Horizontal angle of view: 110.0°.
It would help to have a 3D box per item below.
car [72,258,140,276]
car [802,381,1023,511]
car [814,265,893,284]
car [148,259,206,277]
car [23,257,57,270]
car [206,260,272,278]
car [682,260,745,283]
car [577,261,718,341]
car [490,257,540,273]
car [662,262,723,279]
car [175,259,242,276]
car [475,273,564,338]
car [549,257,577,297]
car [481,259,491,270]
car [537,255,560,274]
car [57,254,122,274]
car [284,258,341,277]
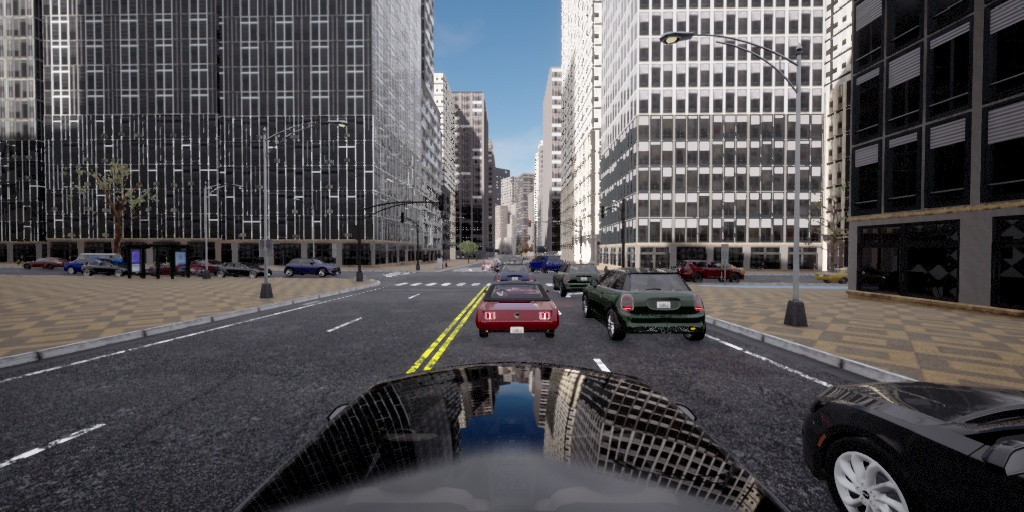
[{"bbox_3d":[-34.035,1.070,30.577,4.313,1.339,1.948,0,0,1],"label":"car"},{"bbox_3d":[3.342,1.255,0.990,1.837,1.490,4.892,0,0,0],"label":"car"},{"bbox_3d":[27.700,1.579,29.410,4.829,1.417,1.751,0,0,1],"label":"car"},{"bbox_3d":[-28.355,1.139,30.391,4.207,1.307,1.802,0,0,1],"label":"car"},{"bbox_3d":[-50.889,0.794,39.391,4.207,1.307,1.802,0,0,1],"label":"car"},{"bbox_3d":[-22.671,1.174,30.246,4.313,1.339,1.948,0,0,1],"label":"car"},{"bbox_3d":[16.253,1.269,29.632,5.009,1.841,2.192,0,0,1],"label":"car"},{"bbox_3d":[3.359,1.098,10.045,2.097,1.767,4.553,0,0,0],"label":"car"},{"bbox_3d":[0.136,1.092,19.136,2.097,1.767,4.553,0,0,0],"label":"car"},{"bbox_3d":[17.724,1.365,35.380,4.902,1.511,2.128,0,1,1],"label":"car"},{"bbox_3d":[-27.948,1.042,33.075,4.674,1.442,1.812,1,1,2],"label":"car"},{"bbox_3d":[0.115,1.347,10.142,1.895,1.301,4.718,0,0,0],"label":"car"},{"bbox_3d":[3.385,1.093,18.983,2.097,1.767,4.553,0,0,0],"label":"car"},{"bbox_3d":[-3.224,1.241,50.612,1.812,1.442,4.674,0,0,0],"label":"car"},{"bbox_3d":[3.753,0.919,40.876,2.150,2.045,5.566,-1,0,-23],"label":"car"},{"bbox_3d":[-38.421,0.899,33.311,5.008,1.535,1.882,1,1,2],"label":"car"},{"bbox_3d":[-18.167,0.958,32.815,4.553,1.767,2.097,1,1,2],"label":"car"}]
